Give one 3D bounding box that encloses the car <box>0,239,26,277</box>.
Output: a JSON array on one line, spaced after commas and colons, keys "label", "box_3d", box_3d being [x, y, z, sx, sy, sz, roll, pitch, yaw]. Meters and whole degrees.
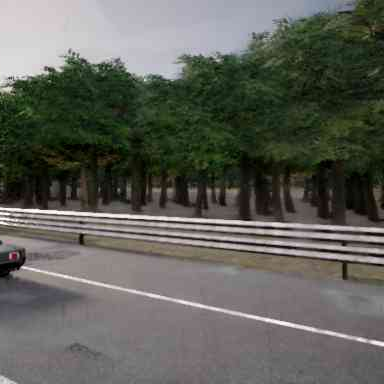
[{"label": "car", "box_3d": [-6.571, 1.596, 8.865, 4.718, 1.301, 1.895, 0, 0, 34]}]
